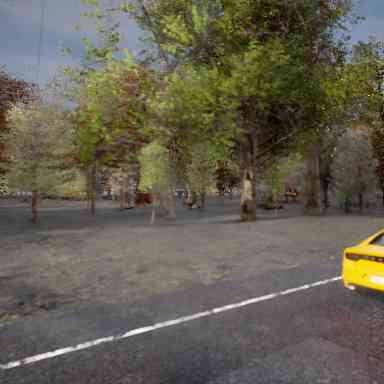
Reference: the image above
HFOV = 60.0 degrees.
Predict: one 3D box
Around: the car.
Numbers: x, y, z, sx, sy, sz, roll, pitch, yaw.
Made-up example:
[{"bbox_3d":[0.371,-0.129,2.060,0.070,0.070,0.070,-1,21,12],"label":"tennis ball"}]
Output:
[{"bbox_3d":[5.510,1.508,7.692,5.008,1.535,1.882,0,0,-36],"label":"car"}]
